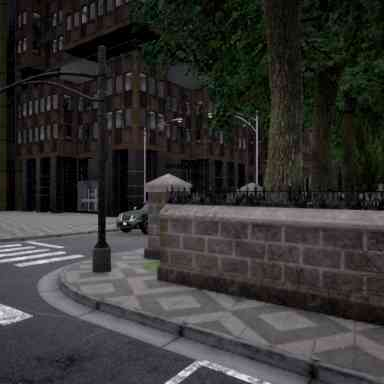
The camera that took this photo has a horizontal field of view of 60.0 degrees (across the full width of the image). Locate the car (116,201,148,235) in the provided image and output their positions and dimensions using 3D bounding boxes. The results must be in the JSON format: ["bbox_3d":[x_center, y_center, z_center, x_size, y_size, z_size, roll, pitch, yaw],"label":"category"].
[{"bbox_3d":[-2.395,1.583,22.018,2.150,2.045,5.566,0,-1,35],"label":"car"}]
